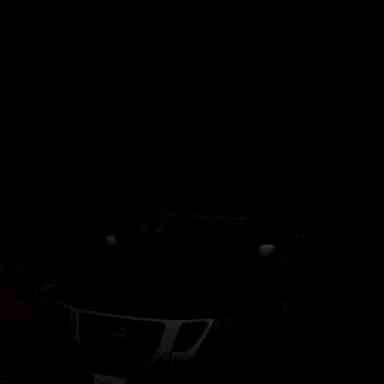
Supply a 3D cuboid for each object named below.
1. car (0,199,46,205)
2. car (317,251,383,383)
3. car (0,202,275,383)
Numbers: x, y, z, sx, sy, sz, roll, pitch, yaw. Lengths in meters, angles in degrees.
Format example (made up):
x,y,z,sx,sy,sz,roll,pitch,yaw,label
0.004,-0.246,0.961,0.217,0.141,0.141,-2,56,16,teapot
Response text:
x,y,z,sx,sy,sz,roll,pitch,yaw,label
-4.803,1.202,8.857,2.435,2.045,5.566,0,-1,15,car
2.534,1.512,3.568,2.163,1.488,4.792,1,0,16,car
0.090,1.222,5.314,2.435,2.045,5.566,1,0,15,car
